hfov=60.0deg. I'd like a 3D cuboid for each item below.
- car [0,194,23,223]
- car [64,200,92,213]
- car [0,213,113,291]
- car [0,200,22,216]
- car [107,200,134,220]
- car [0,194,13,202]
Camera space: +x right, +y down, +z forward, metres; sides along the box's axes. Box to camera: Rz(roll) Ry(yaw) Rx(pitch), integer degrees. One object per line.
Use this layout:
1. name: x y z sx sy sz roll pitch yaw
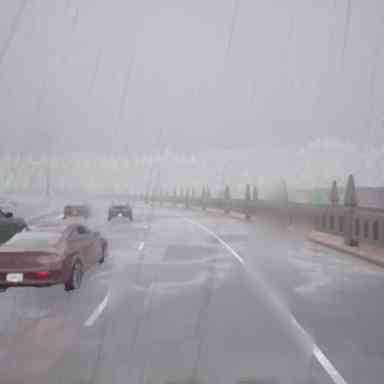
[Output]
1. car: -7.110 1.208 10.201 2.150 2.045 5.566 0 0 -3
2. car: -9.707 1.435 28.457 1.882 1.535 5.008 0 0 -13
3. car: -3.563 1.513 8.852 1.812 1.442 4.674 0 0 -2
4. car: -18.403 1.518 33.105 1.994 1.385 4.181 0 0 -17
5. car: -5.846 1.463 27.148 1.837 1.490 4.892 0 0 -12
6. car: -38.900 1.193 69.250 1.812 1.442 4.674 0 0 -42
